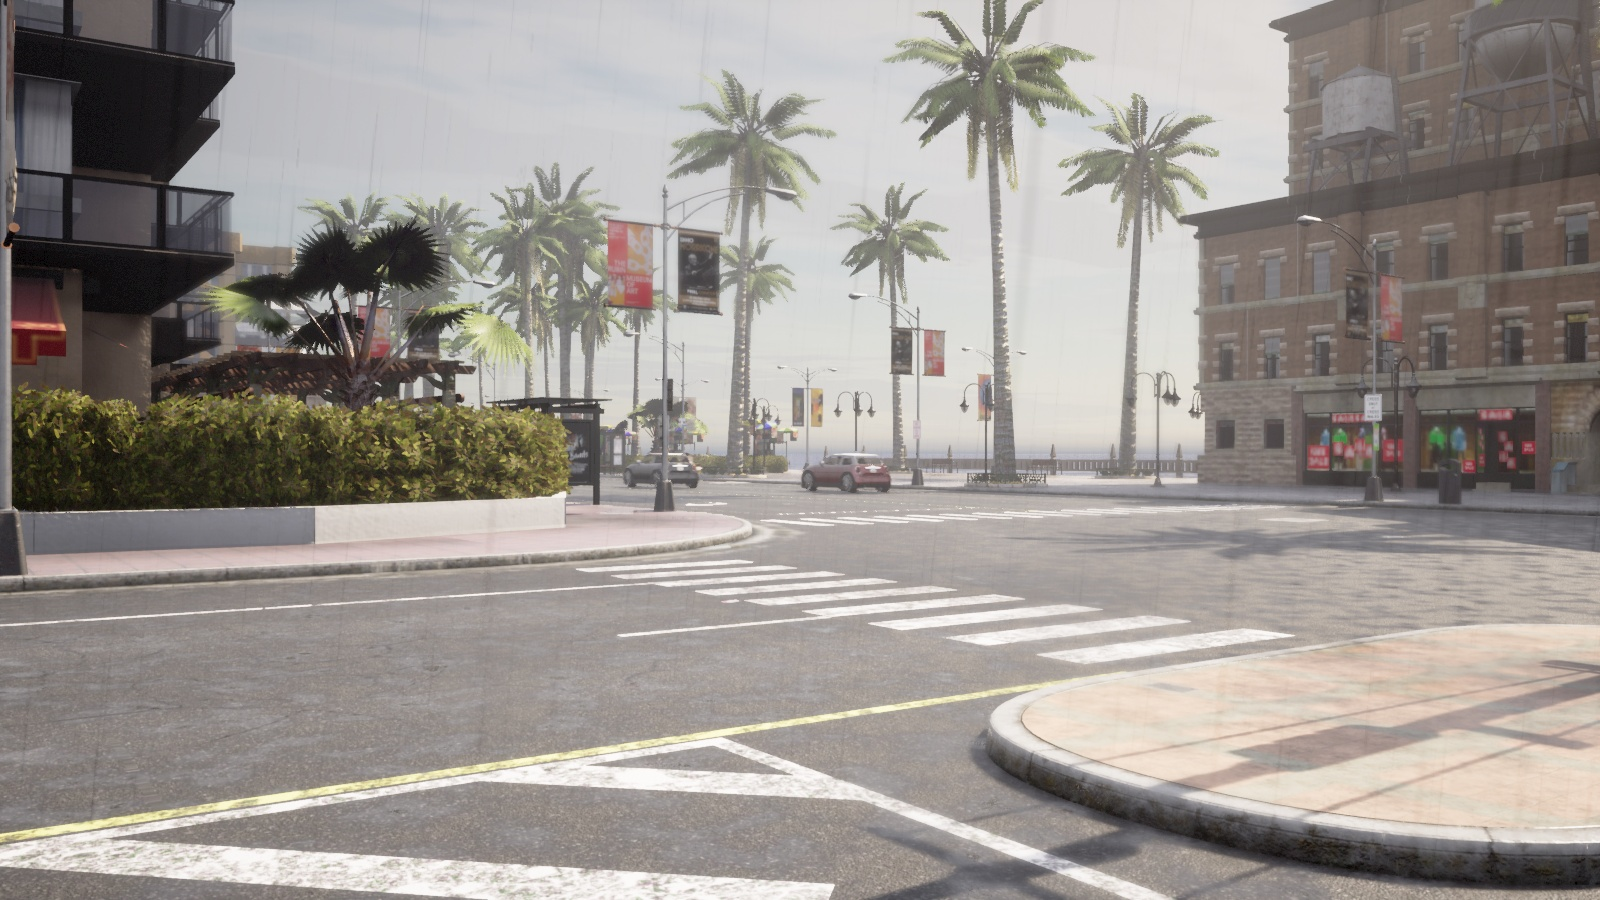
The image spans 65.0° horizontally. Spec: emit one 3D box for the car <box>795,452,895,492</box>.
[{"bbox_3d":[1.696,0.825,48.535,1.970,1.475,3.806,0,0,-34],"label":"car"}]

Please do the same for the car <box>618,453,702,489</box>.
[{"bbox_3d":[-6.007,0.854,53.600,1.970,1.475,3.806,0,0,-34],"label":"car"}]
